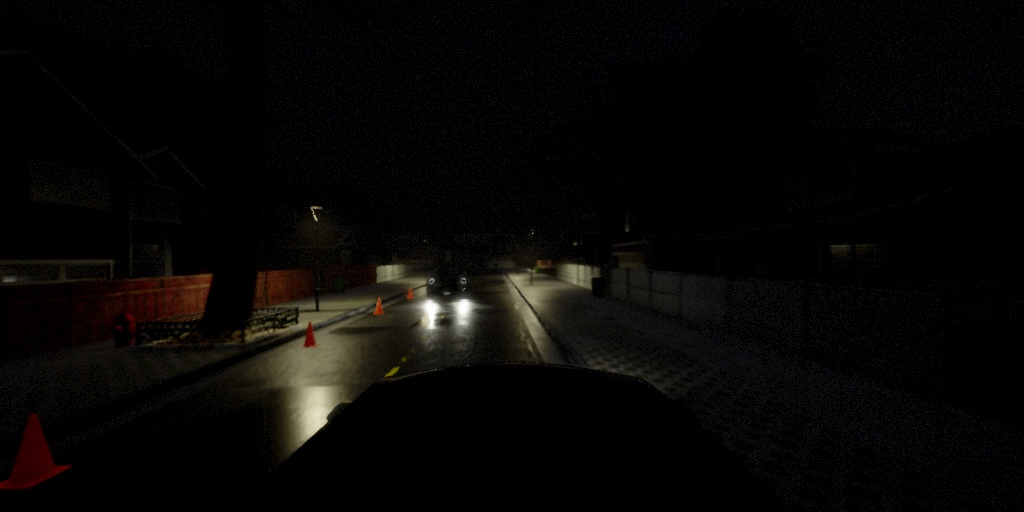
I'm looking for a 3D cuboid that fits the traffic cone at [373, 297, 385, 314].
[{"bbox_3d":[-4.921,1.830,13.302,0.340,0.580,0.340,0,0,-3],"label":"traffic cone"}]

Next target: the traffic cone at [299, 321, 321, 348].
[{"bbox_3d":[-4.673,1.794,8.309,0.340,0.580,0.340,0,0,-3],"label":"traffic cone"}]

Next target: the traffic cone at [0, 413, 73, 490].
[{"bbox_3d":[-4.426,1.759,3.315,0.340,0.580,0.340,0,0,-3],"label":"traffic cone"}]

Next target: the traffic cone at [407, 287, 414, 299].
[{"bbox_3d":[-5.169,1.864,18.296,0.340,0.580,0.340,0,0,-3],"label":"traffic cone"}]

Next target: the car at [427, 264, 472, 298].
[{"bbox_3d":[-3.313,1.251,19.687,2.097,1.767,4.553,-1,0,-3],"label":"car"}]
